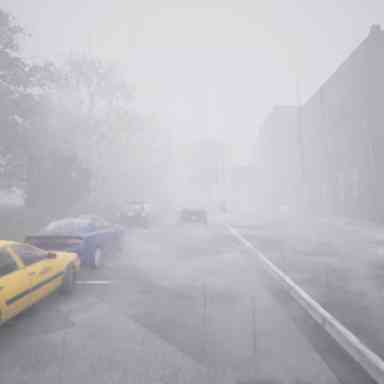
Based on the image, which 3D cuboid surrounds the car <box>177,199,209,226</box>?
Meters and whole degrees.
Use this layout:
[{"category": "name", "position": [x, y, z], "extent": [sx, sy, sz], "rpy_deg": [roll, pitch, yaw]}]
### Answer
[{"category": "car", "position": [0.101, 1.550, 24.344], "extent": [1.882, 1.535, 5.008], "rpy_deg": [0, 0, 0]}]

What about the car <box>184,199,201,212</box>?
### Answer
[{"category": "car", "position": [0.100, 1.678, 42.461], "extent": [2.033, 1.411, 5.357], "rpy_deg": [0, 0, 0]}]

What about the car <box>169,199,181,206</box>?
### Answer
[{"category": "car", "position": [-3.637, 2.275, 72.506], "extent": [2.097, 1.535, 5.008], "rpy_deg": [1, -2, 2]}]

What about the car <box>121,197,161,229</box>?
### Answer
[{"category": "car", "position": [-3.654, 1.420, 22.386], "extent": [2.185, 1.767, 4.553], "rpy_deg": [0, 0, 2]}]

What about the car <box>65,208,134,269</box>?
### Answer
[{"category": "car", "position": [-3.653, 1.511, 11.270], "extent": [2.097, 1.535, 5.008], "rpy_deg": [0, 0, 2]}]

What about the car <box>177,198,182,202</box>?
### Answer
[{"category": "car", "position": [-3.635, 1.968, 61.402], "extent": [2.163, 1.488, 4.792], "rpy_deg": [1, -2, 2]}]

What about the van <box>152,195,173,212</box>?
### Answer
[{"category": "van", "position": [-3.649, 1.375, 39.246], "extent": [1.878, 1.987, 4.442], "rpy_deg": [0, 0, 2]}]

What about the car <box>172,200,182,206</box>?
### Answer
[{"category": "car", "position": [-3.647, 2.643, 83.668], "extent": [2.163, 1.488, 4.792], "rpy_deg": [0, -1, 2]}]

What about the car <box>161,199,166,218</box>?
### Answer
[{"category": "car", "position": [-3.653, 1.604, 27.984], "extent": [2.002, 1.452, 4.674], "rpy_deg": [0, 0, 2]}]

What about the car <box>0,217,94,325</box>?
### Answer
[{"category": "car", "position": [-3.646, 1.493, 5.891], "extent": [1.946, 1.575, 5.366], "rpy_deg": [0, 0, 2]}]

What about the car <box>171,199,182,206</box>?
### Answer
[{"category": "car", "position": [-3.644, 2.443, 78.065], "extent": [2.097, 1.535, 5.008], "rpy_deg": [0, -1, 2]}]

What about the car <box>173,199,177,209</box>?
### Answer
[{"category": "car", "position": [-3.654, 1.492, 44.668], "extent": [2.185, 1.767, 4.553], "rpy_deg": [0, 0, 2]}]
